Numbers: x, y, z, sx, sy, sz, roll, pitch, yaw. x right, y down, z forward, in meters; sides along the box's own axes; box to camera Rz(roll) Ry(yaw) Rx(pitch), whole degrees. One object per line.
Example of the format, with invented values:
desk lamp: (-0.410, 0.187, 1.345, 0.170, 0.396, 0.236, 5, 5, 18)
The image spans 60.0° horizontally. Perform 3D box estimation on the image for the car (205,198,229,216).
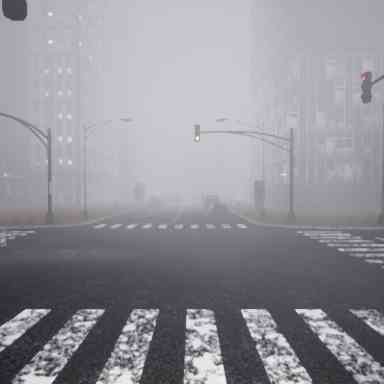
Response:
car: (2.525, 1.560, 31.670, 1.802, 1.307, 4.206, -1, 0, 0)

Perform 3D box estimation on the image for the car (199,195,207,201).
car: (2.563, 1.511, 81.391, 1.802, 1.307, 4.206, -1, 0, 0)

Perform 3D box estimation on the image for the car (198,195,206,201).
car: (2.563, 1.448, 87.085, 1.752, 1.417, 4.829, -1, 0, 0)

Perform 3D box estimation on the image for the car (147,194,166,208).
car: (-5.322, 1.405, 48.219, 1.967, 1.590, 4.097, -1, 0, 0)

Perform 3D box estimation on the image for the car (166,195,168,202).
car: (-5.320, 1.541, 53.744, 1.802, 1.307, 4.206, -1, 0, 0)

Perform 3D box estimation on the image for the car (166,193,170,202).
car: (-5.320, 1.382, 70.317, 1.967, 1.590, 4.097, -1, 0, 0)

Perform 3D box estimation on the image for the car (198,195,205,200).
car: (2.564, 1.461, 92.440, 1.887, 1.381, 4.507, -1, 0, 0)

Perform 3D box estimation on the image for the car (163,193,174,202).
car: (-5.321, 1.251, 75.842, 2.192, 1.841, 5.009, -1, 0, 0)

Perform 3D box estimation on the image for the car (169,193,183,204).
car: (-2.743, 1.301, 63.935, 2.097, 1.767, 4.553, 0, 0, 0)

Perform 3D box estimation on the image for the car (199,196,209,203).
car: (2.562, 1.487, 70.342, 1.887, 1.381, 4.507, -1, 0, 0)

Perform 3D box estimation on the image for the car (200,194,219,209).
car: (2.543, 1.284, 42.719, 2.192, 1.841, 5.009, -1, 0, 0)

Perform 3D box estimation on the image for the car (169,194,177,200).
car: (-5.318, 1.357, 92.416, 1.967, 1.590, 4.097, -1, 0, 0)

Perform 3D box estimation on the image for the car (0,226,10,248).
car: (-9.260, 1.500, 12.029, 4.902, 1.511, 2.128, 0, 0, 0)
